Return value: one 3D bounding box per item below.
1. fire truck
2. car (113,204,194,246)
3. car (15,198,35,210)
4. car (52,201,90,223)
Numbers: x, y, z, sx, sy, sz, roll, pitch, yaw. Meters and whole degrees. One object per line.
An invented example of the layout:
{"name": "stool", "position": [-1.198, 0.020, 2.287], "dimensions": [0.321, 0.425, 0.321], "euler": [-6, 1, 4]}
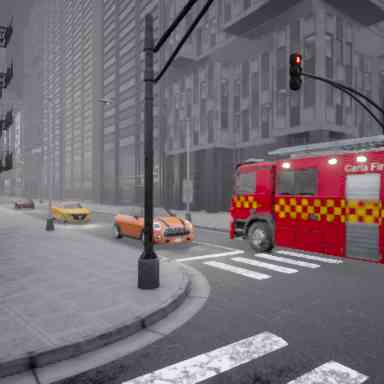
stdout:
{"name": "fire truck", "position": [5.045, 0.353, 10.855], "dimensions": [2.891, 3.827, 8.468], "euler": [0, 0, -35]}
{"name": "car", "position": [-1.873, 1.370, 15.262], "dimensions": [2.097, 1.767, 4.553], "euler": [0, 0, -36]}
{"name": "car", "position": [-21.950, 1.545, 43.614], "dimensions": [1.882, 1.535, 5.008], "euler": [0, -1, -35]}
{"name": "car", "position": [-9.469, 1.513, 25.906], "dimensions": [1.882, 1.535, 5.008], "euler": [0, 1, -35]}
